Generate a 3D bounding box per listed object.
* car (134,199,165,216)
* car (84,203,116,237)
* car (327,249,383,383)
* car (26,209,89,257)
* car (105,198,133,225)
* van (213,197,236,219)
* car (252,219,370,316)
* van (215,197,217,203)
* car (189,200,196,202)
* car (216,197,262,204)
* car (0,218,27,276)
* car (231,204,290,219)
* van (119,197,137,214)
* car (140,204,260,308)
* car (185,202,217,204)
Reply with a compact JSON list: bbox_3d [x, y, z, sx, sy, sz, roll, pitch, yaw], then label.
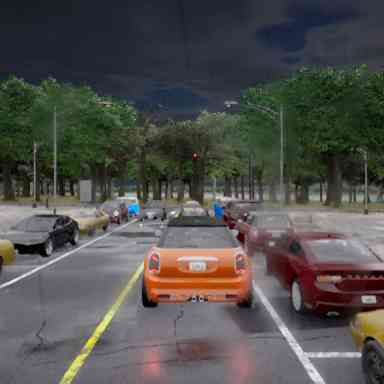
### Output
[{"bbox_3d":[-2.977,1.495,26.563,2.128,1.511,4.902,0,0,0],"label":"car"},{"bbox_3d":[-5.749,1.518,18.136,1.752,1.417,4.829,0,0,0],"label":"car"},{"bbox_3d":[2.763,1.524,2.156,1.752,1.417,4.829,0,0,0],"label":"car"},{"bbox_3d":[-5.753,1.560,12.869,1.947,1.339,4.313,0,0,0],"label":"car"},{"bbox_3d":[-5.744,1.432,23.744,1.967,1.590,4.097,0,0,0],"label":"car"},{"bbox_3d":[2.786,1.332,29.174,1.690,1.788,3.998,0,0,0],"label":"van"},{"bbox_3d":[2.767,1.541,7.424,1.887,1.381,4.507,0,0,0],"label":"car"},{"bbox_3d":[2.781,1.333,23.736,1.690,1.788,3.998,0,0,0],"label":"van"},{"bbox_3d":[0.021,1.447,27.254,1.801,1.575,5.366,0,0,1],"label":"car"},{"bbox_3d":[2.776,1.308,18.299,2.192,1.841,5.009,0,0,0],"label":"car"},{"bbox_3d":[-5.758,1.522,7.261,1.752,1.417,4.829,0,0,0],"label":"car"},{"bbox_3d":[2.772,1.435,12.861,1.967,1.590,4.097,0,0,0],"label":"car"},{"bbox_3d":[-5.739,1.332,29.181,1.690,1.788,3.998,0,0,0],"label":"van"},{"bbox_3d":[0.106,1.348,8.096,2.097,1.767,4.553,0,0,0],"label":"car"},{"bbox_3d":[0.113,1.485,17.310,2.128,1.511,4.902,0,0,0],"label":"car"}]
